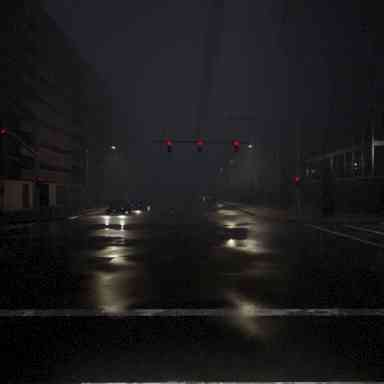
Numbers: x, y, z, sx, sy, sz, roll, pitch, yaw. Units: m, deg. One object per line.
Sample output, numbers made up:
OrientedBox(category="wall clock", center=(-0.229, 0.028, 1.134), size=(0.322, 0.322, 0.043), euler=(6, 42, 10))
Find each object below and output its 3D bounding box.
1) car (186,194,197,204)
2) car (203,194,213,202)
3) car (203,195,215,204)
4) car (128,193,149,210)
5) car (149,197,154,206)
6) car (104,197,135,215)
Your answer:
OrientedBox(category="car", center=(-0.046, 1.564, 64.617), size=(1.994, 1.385, 4.181), euler=(0, 0, 1))
OrientedBox(category="car", center=(3.456, 1.355, 74.574), size=(2.097, 1.767, 4.553), euler=(0, 0, 1))
OrientedBox(category="car", center=(3.453, 1.491, 64.709), size=(2.128, 1.511, 4.902), euler=(0, 0, 1))
OrientedBox(category="car", center=(-7.457, 1.221, 44.130), size=(2.150, 2.045, 5.566), euler=(0, 0, 1))
OrientedBox(category="car", center=(-7.347, 1.547, 54.594), size=(2.033, 1.411, 5.357), euler=(0, 0, 1))
OrientedBox(category="car", center=(-7.471, 1.526, 34.219), size=(1.812, 1.442, 4.674), euler=(0, 0, 0))
